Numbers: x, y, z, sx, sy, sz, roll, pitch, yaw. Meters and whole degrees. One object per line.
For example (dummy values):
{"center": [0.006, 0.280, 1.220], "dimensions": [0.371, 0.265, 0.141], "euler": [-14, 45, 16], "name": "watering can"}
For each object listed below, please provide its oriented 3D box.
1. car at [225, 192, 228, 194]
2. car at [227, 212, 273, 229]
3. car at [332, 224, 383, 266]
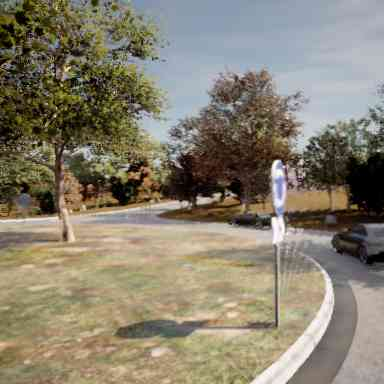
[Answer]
{"center": [10.379, 0.617, 90.970], "dimensions": [1.895, 1.301, 4.718], "euler": [-1, 3, 31], "name": "car"}
{"center": [5.122, 2.329, 27.852], "dimensions": [1.895, 1.301, 4.718], "euler": [1, -2, -40], "name": "car"}
{"center": [7.078, 1.926, 13.056], "dimensions": [1.994, 1.385, 4.181], "euler": [0, -1, 4], "name": "car"}
